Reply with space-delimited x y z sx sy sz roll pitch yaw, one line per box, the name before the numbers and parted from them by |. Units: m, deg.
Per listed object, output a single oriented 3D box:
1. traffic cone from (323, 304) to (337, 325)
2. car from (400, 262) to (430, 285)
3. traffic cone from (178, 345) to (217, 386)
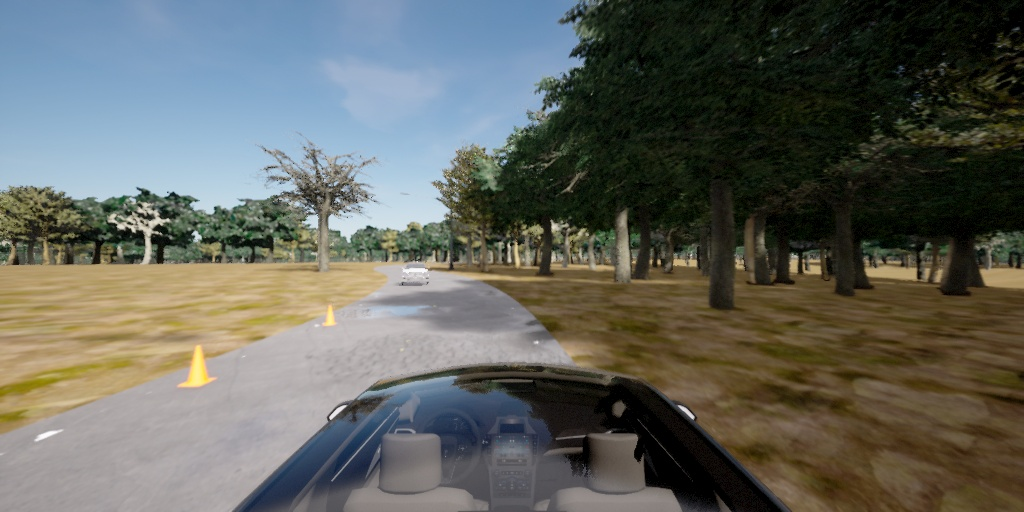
traffic cone | -5.339 1.713 10.529 0.340 0.580 0.340 0 0 -6
car | -6.783 1.124 25.168 1.812 1.442 4.674 0 0 -15
traffic cone | -4.972 1.711 5.684 0.340 0.580 0.340 0 0 -3
